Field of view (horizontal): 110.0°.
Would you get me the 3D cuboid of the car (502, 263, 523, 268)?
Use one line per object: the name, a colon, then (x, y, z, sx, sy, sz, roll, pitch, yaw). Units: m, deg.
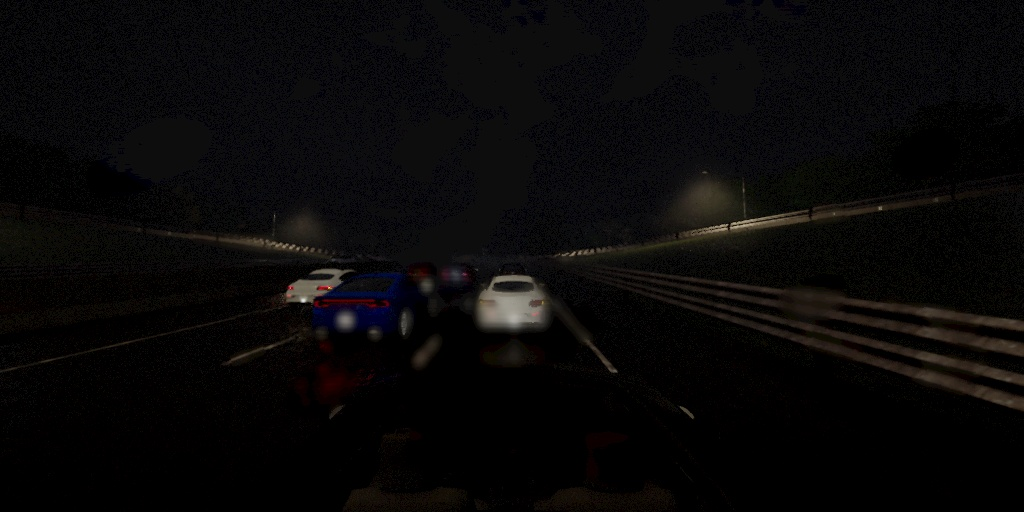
car: (0.048, 1.210, 24.807, 2.033, 1.411, 5.357, 0, 0, 0)

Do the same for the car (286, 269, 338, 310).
car: (-6.926, 1.222, 14.238, 1.812, 1.442, 4.674, 0, 0, 0)

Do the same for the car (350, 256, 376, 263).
car: (-21.458, 1.046, 52.880, 1.882, 1.535, 5.008, 0, 0, -1)

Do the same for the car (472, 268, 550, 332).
car: (0.049, 1.237, 10.532, 1.812, 1.442, 4.674, 0, 0, 0)

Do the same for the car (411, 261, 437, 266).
car: (-6.928, 1.157, 28.711, 1.837, 1.490, 4.892, 0, 1, 0)

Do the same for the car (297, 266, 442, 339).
car: (-3.453, 1.192, 9.943, 1.882, 1.535, 5.008, 0, 0, 0)

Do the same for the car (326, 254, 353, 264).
car: (-24.942, 0.788, 52.460, 2.150, 2.045, 5.566, 0, 0, -1)

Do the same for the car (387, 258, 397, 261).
car: (-17.963, 1.095, 53.040, 1.812, 1.442, 4.674, 0, 0, -1)

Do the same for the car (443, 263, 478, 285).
car: (-3.452, 1.210, 24.792, 2.033, 1.411, 5.357, 0, 0, 0)
